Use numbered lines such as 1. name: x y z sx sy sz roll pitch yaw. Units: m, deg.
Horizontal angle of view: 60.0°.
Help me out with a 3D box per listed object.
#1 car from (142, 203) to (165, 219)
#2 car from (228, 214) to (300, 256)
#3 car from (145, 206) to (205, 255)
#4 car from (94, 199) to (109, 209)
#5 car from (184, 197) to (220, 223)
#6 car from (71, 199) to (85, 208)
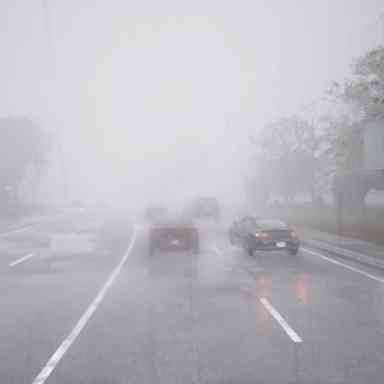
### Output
1. car: -3.210 1.658 28.847 1.882 1.535 5.008 0 0 -12
2. car: 2.733 1.604 13.364 1.812 1.442 4.674 0 -1 -6
3. car: -0.831 1.564 13.828 1.882 1.535 5.008 0 0 -6
4. car: -14.624 1.883 53.645 2.033 1.411 5.357 0 0 -22
5. car: 0.703 1.391 27.232 2.150 2.045 5.566 0 0 -11
6. car: -18.503 1.899 53.835 1.994 1.385 4.181 0 0 -22
